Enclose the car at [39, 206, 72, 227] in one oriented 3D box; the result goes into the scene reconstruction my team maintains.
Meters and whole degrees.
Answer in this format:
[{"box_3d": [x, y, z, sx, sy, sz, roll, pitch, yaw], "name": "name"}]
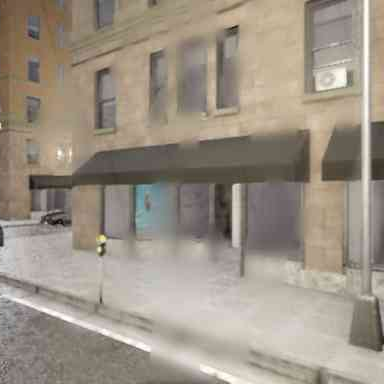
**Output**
[{"box_3d": [-7.945, 1.621, 23.744, 2.033, 1.411, 5.357, 0, 0, 35], "name": "car"}]
